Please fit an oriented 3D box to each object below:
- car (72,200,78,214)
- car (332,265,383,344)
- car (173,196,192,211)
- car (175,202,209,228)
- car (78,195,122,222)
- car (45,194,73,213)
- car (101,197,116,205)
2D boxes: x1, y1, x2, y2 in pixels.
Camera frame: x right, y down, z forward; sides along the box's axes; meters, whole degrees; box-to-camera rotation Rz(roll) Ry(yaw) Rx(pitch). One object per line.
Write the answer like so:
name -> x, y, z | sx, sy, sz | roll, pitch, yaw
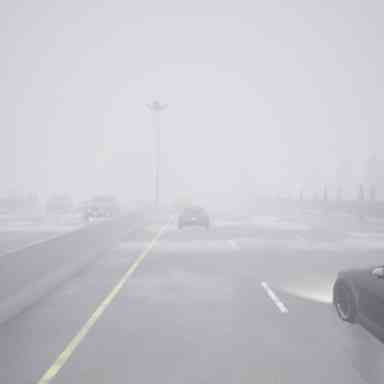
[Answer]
car -> -11.413, 1.553, 36.557 | 1.837, 1.490, 4.892 | 0, -1, -7
car -> 3.603, 1.564, 4.532 | 1.994, 1.385, 4.181 | 0, 0, 0
car -> -1.059, 1.400, 39.584 | 2.097, 1.767, 4.553 | 0, 0, -8
car -> 0.109, 1.578, 22.149 | 1.994, 1.385, 4.181 | 0, 0, 0
car -> -7.189, 1.243, 27.170 | 2.150, 2.045, 5.566 | 0, 0, -2
car -> -15.154, 1.278, 38.386 | 2.150, 2.045, 5.566 | 0, 0, -9
car -> -16.832, 1.724, 67.015 | 2.033, 1.411, 5.357 | 0, 0, -24
